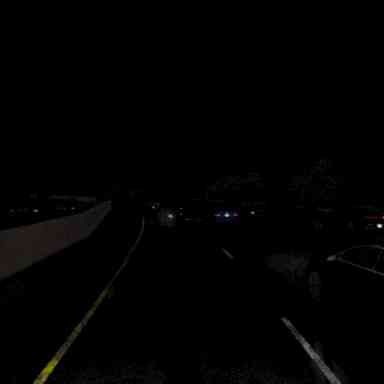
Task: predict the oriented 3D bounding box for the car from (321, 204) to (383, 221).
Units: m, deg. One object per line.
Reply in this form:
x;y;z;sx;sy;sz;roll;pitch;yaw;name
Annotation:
9.404;1.482;19.512;1.837;1.490;4.892;0;0;-6;car

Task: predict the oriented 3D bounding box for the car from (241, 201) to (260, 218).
4.568;1.505;29.319;1.812;1.442;4.674;0;0;-9;car

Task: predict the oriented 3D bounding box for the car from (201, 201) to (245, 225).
1.881;1.533;23.794;2.033;1.411;5.357;0;0;-8;car

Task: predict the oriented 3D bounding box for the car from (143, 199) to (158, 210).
-5.171;1.587;42.296;1.895;1.301;4.718;0;0;-14;car

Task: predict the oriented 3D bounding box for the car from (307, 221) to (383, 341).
3.404;1.484;5.191;2.128;1.511;4.902;0;0;-2;car

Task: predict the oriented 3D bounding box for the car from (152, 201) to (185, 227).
-1.595;1.555;23.057;1.994;1.385;4.181;0;0;-7;car
